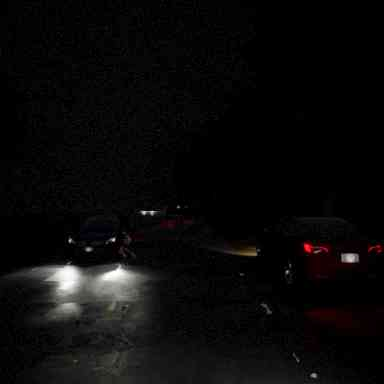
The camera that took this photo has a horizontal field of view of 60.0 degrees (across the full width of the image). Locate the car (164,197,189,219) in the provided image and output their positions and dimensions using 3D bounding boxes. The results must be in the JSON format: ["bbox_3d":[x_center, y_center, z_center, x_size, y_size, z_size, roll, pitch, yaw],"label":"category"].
[{"bbox_3d":[-1.469,1.555,33.123,2.150,2.045,5.566,0,-2,-5],"label":"car"}]

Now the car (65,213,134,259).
[{"bbox_3d":[-3.402,1.580,13.012,1.812,1.442,4.674,0,0,-2],"label":"car"}]

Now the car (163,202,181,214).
[{"bbox_3d":[-2.759,2.123,45.186,2.033,1.411,5.357,0,-1,-7],"label":"car"}]

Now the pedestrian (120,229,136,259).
[{"bbox_3d":[-2.196,1.715,11.314,0.500,1.100,0.500,-1,1,-7],"label":"pedestrian"}]

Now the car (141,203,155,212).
[{"bbox_3d":[-6.829,2.322,51.706,1.994,1.385,4.181,0,-2,-8],"label":"car"}]

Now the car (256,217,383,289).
[{"bbox_3d":[3.122,1.383,9.033,2.163,1.488,4.792,0,0,-2],"label":"car"}]
